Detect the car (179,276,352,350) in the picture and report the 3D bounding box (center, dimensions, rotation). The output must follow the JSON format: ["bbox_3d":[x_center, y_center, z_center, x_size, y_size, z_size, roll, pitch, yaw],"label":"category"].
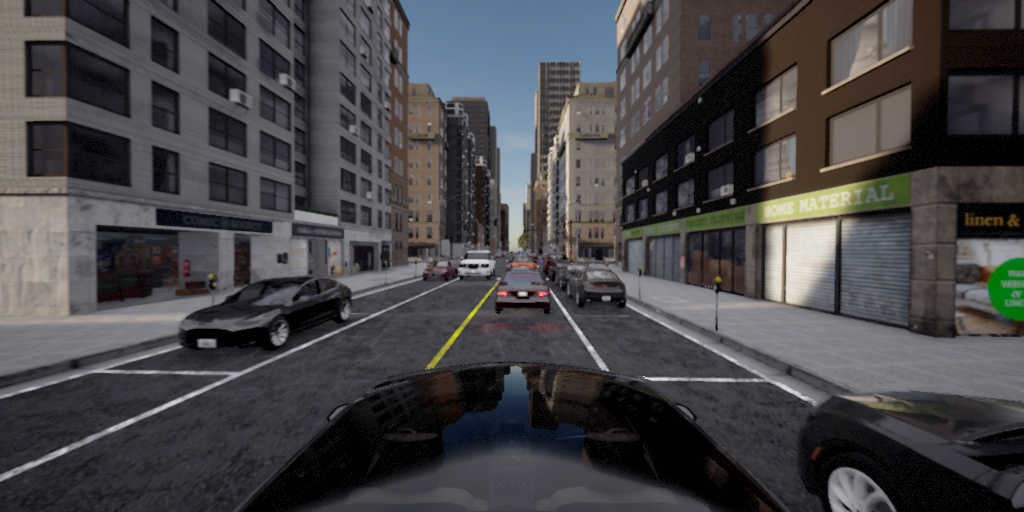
[{"bbox_3d":[-5.510,1.190,8.733,1.948,1.339,4.313,0,0,2],"label":"car"}]

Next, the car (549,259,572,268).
[{"bbox_3d":[3.336,1.043,19.537,2.007,1.370,4.403,0,0,2],"label":"car"}]

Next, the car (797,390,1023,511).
[{"bbox_3d":[3.076,1.279,0.766,1.837,1.490,4.892,0,1,2],"label":"car"}]

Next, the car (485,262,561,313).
[{"bbox_3d":[0.388,1.127,13.011,2.033,1.411,5.357,0,1,2],"label":"car"}]

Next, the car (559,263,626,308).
[{"bbox_3d":[3.174,1.126,14.017,2.007,1.370,4.403,0,0,2],"label":"car"}]

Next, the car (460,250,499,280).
[{"bbox_3d":[-2.426,0.598,25.902,2.150,2.045,5.566,0,1,2],"label":"car"}]

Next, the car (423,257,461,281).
[{"bbox_3d":[-5.025,0.958,25.299,1.802,1.307,4.207,0,0,2],"label":"car"}]

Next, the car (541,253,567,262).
[{"bbox_3d":[3.659,0.642,30.579,2.192,1.841,5.009,0,0,2],"label":"car"}]

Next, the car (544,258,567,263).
[{"bbox_3d":[3.497,0.976,25.058,1.948,1.339,4.313,0,0,2],"label":"car"}]

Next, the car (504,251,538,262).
[{"bbox_3d":[0.777,0.734,26.233,2.097,1.767,4.553,0,1,2],"label":"car"}]
